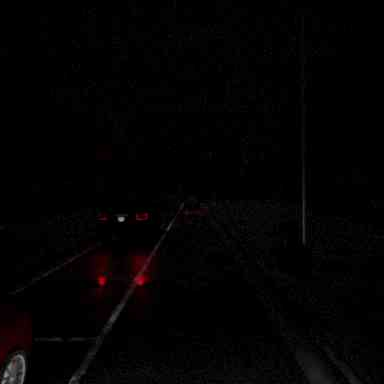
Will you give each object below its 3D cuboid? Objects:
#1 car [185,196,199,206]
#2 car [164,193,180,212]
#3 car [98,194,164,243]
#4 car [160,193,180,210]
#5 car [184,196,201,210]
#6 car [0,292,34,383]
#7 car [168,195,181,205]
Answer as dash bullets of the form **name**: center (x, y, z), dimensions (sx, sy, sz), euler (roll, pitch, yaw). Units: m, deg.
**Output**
- **car**: center (-0.020, 1.311, 49.433), dimensions (1.994, 1.385, 4.181), euler (0, 0, 0)
- **car**: center (-2.633, 1.127, 35.441), dimensions (2.192, 1.841, 5.009), euler (1, 0, 0)
- **car**: center (-2.758, 1.137, 15.633), dimensions (2.150, 2.045, 5.566), euler (0, 0, 0)
- **car**: center (-2.636, 1.101, 40.973), dimensions (2.192, 1.841, 5.009), euler (1, 0, 0)
- **car**: center (0.051, 1.274, 38.723), dimensions (1.882, 1.535, 5.008), euler (0, 0, 0)
- **car**: center (-2.623, 1.568, 2.249), dimensions (1.802, 1.307, 4.206), euler (1, 0, 0)
- **car**: center (-2.646, 1.262, 51.869), dimensions (1.752, 1.417, 4.829), euler (1, 0, 0)
